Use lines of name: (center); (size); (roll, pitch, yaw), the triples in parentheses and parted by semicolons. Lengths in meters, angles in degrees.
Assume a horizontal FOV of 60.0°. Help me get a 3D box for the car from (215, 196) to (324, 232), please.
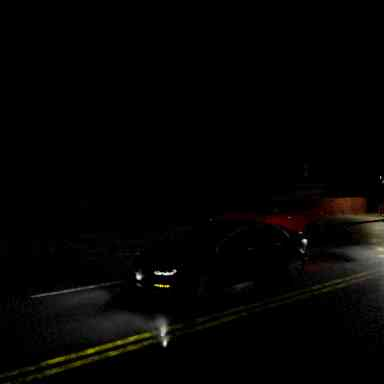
car: (3.213, 1.198, 13.958); (5.566, 2.045, 2.150); (0, 0, -35)

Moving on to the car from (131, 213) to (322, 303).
car: (0.882, 1.490, 8.273); (4.892, 1.490, 1.837); (-1, 0, -35)
